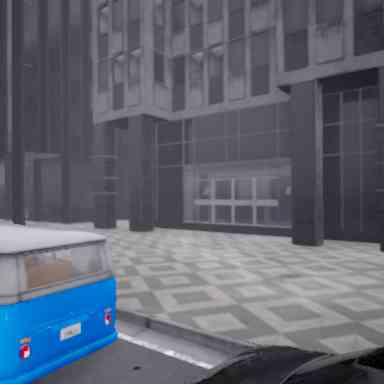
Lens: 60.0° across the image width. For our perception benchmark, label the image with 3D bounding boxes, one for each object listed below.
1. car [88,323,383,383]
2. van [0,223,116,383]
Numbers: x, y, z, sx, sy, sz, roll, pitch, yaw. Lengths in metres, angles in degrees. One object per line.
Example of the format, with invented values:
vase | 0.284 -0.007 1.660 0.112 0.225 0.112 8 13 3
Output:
car | 1.680 1.561 1.646 4.313 1.339 1.947 -1 0 36
van | -2.911 1.395 4.925 3.998 1.788 1.690 -1 0 36
